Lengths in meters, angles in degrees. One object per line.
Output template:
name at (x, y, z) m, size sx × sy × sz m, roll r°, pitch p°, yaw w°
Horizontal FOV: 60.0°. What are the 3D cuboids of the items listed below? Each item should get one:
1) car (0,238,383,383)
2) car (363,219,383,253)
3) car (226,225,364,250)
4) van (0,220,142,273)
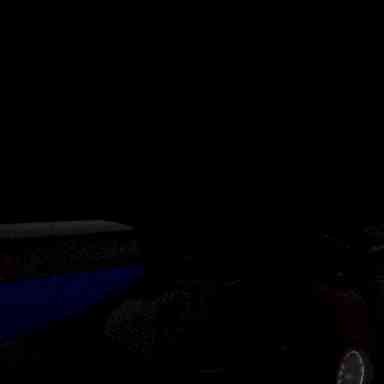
car at (0.055, 1.523, 3.402) m, size 4.674 × 1.442 × 1.812 m, roll 0°, pitch 0°, yaw -35°
car at (6.390, 1.565, 10.943) m, size 4.206 × 1.307 × 1.802 m, roll 0°, pitch 0°, yaw -35°
car at (1.875, 1.557, 7.800) m, size 4.313 × 1.339 × 1.947 m, roll 0°, pitch 0°, yaw -35°
van at (-2.641, 1.340, 4.657) m, size 3.998 × 1.788 × 1.690 m, roll 0°, pitch 0°, yaw -35°
